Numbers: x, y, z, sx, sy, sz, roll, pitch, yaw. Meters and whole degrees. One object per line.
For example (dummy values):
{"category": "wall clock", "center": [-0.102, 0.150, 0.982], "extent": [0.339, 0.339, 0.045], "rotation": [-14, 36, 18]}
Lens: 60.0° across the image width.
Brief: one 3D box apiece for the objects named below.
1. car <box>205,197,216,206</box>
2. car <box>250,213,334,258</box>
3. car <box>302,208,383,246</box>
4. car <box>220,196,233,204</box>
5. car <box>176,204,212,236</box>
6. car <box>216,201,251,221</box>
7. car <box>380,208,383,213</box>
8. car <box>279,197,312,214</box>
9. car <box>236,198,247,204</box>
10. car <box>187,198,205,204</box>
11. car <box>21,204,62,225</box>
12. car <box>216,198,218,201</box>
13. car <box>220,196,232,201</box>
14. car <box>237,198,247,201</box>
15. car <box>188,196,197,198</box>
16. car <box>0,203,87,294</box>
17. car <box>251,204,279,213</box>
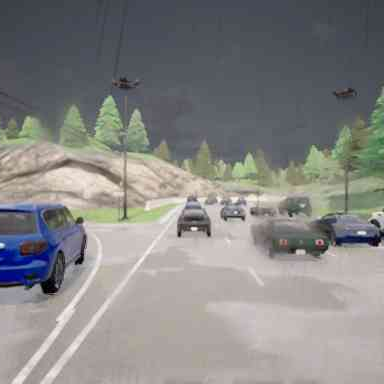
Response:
{"category": "car", "center": [3.568, 2.136, 71.067], "extent": [2.033, 1.411, 5.357], "rotation": [0, 0, 2]}
{"category": "car", "center": [3.609, 1.714, 13.246], "extent": [1.895, 1.301, 4.718], "rotation": [0, 0, 0]}
{"category": "car", "center": [7.109, 1.700, 15.933], "extent": [1.994, 1.385, 4.181], "rotation": [0, 0, 0]}
{"category": "car", "center": [8.400, 1.893, 80.657], "extent": [2.097, 1.767, 4.553], "rotation": [0, -1, 17]}
{"category": "car", "center": [0.113, 1.670, 19.529], "extent": [1.837, 1.490, 4.892], "rotation": [0, 0, 0]}
{"category": "car", "center": [3.618, 1.802, 30.036], "extent": [2.033, 1.411, 5.357], "rotation": [0, 0, 0]}
{"category": "car", "center": [10.610, 1.356, 15.629], "extent": [2.150, 2.045, 5.566], "rotation": [0, 0, 0]}
{"category": "car", "center": [10.622, 1.515, 34.569], "extent": [2.150, 2.045, 5.566], "rotation": [0, 0, 0]}
{"category": "car", "center": [12.034, 2.135, 80.661], "extent": [1.837, 1.490, 4.892], "rotation": [0, -1, 17]}
{"category": "car", "center": [0.123, 1.791, 37.080], "extent": [1.882, 1.535, 5.008], "rotation": [0, 0, 0]}
{"category": "car", "center": [-12.605, 1.780, 27.640], "extent": [2.033, 1.411, 5.357], "rotation": [0, -1, -36]}
{"category": "car", "center": [4.997, 1.896, 81.477], "extent": [2.097, 1.767, 4.553], "rotation": [0, -1, 17]}
{"category": "car", "center": [7.062, 2.120, 70.775], "extent": [1.812, 1.442, 4.674], "rotation": [0, 0, 2]}
{"category": "car", "center": [10.562, 2.121, 70.800], "extent": [1.812, 1.442, 4.674], "rotation": [0, 0, 2]}
{"category": "car", "center": [0.163, 1.843, 73.243], "extent": [2.150, 2.045, 5.566], "rotation": [0, 0, 6]}
{"category": "car", "center": [-4.317, 1.297, 8.985], "extent": [2.150, 2.045, 5.566], "rotation": [0, -1, -8]}
{"category": "car", "center": [7.121, 1.889, 33.932], "extent": [1.895, 1.301, 4.718], "rotation": [0, 0, 0]}
